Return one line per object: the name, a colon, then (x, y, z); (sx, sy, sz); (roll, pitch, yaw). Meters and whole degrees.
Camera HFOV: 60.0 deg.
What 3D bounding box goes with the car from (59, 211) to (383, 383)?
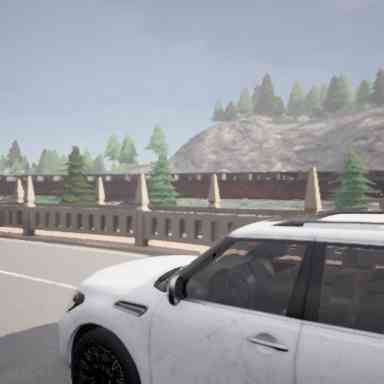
car: (1.175, 1.205, 2.999); (5.566, 2.045, 2.150); (0, 0, 35)
